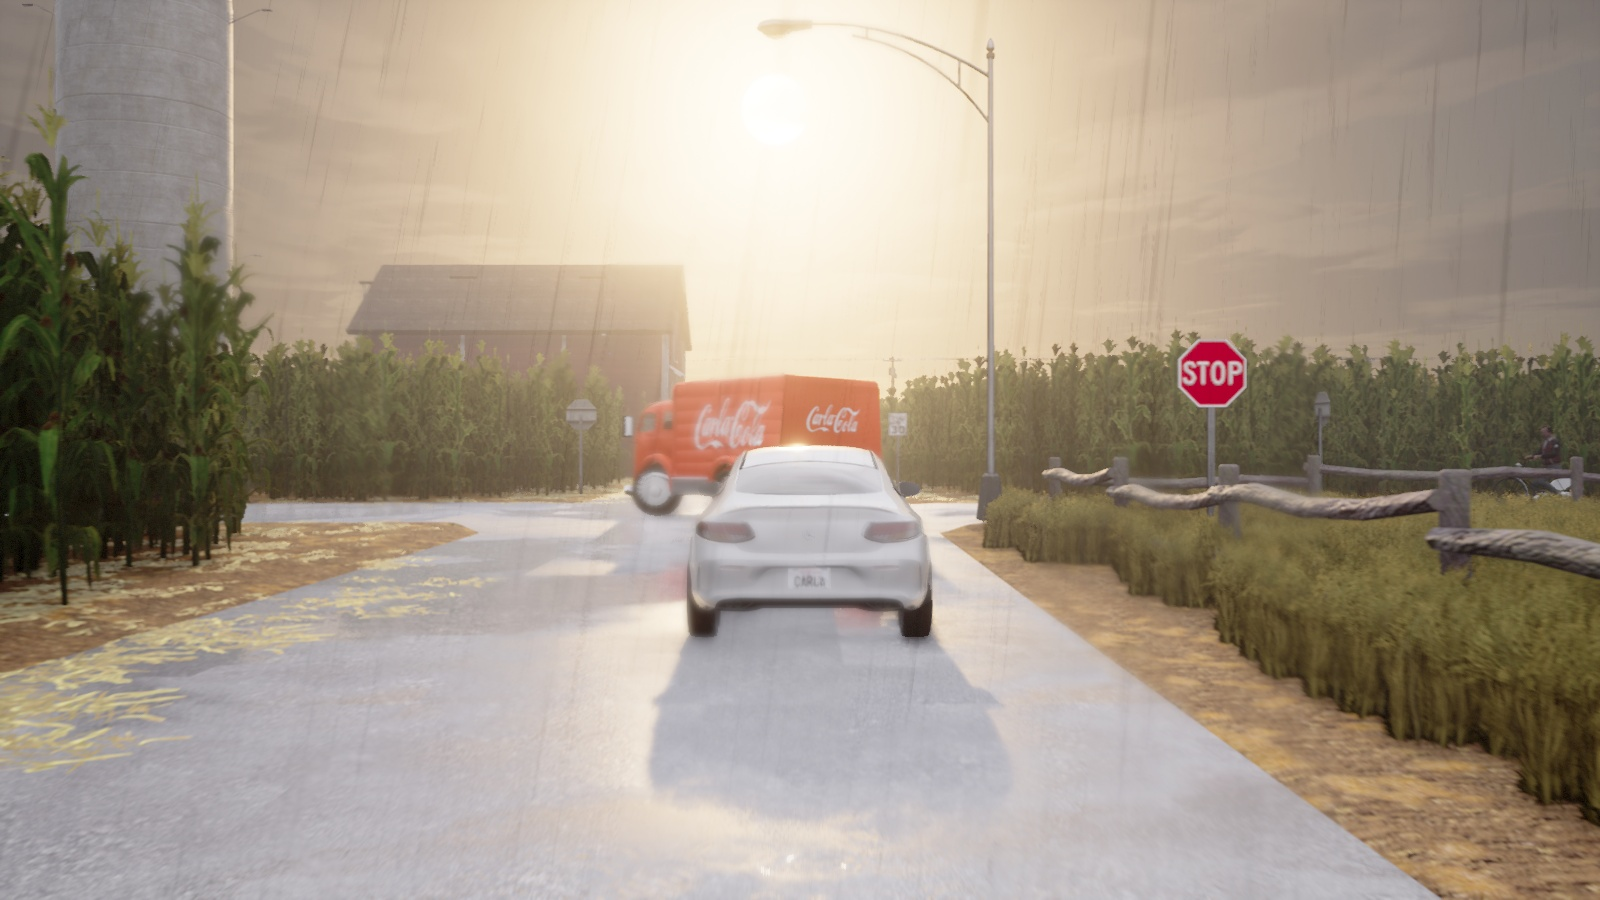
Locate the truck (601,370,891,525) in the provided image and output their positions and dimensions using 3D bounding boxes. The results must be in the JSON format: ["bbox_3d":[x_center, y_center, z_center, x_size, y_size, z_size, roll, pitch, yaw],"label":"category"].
[{"bbox_3d":[-1.111,0.004,22.823,2.627,2.467,5.204,2,-1,-39],"label":"truck"}]

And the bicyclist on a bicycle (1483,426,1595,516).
[{"bbox_3d":[14.940,0.425,25.410,1.843,1.776,0.659,1,0,1],"label":"bicyclist on a bicycle"}]

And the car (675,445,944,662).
[{"bbox_3d":[0.077,0.688,10.783,1.812,1.442,4.674,0,0,0],"label":"car"}]
